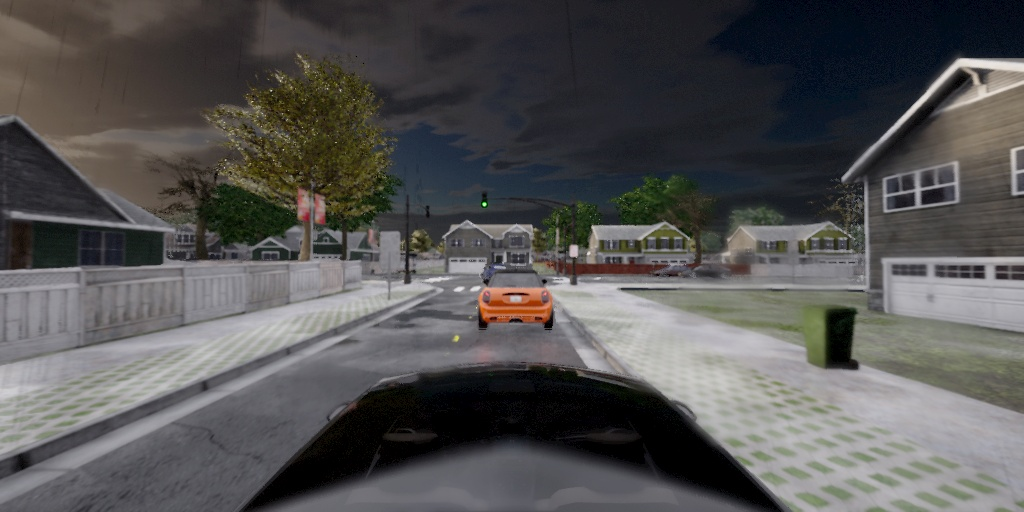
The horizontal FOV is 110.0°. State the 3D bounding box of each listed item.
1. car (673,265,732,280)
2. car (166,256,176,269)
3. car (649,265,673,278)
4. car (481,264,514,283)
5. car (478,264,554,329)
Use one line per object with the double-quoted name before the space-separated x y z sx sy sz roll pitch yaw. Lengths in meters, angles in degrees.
"car" 19.190 1.623 35.775 4.892 1.490 1.837 0 -1 1
"car" -30.163 0.906 30.149 5.566 2.045 2.150 0 -1 1
"car" 17.904 1.720 39.052 5.357 1.411 2.033 0 -1 1
"car" -1.323 1.411 30.207 1.812 1.442 4.674 1 -1 -14
"car" 0.103 1.169 11.655 2.097 1.767 4.553 0 0 0
